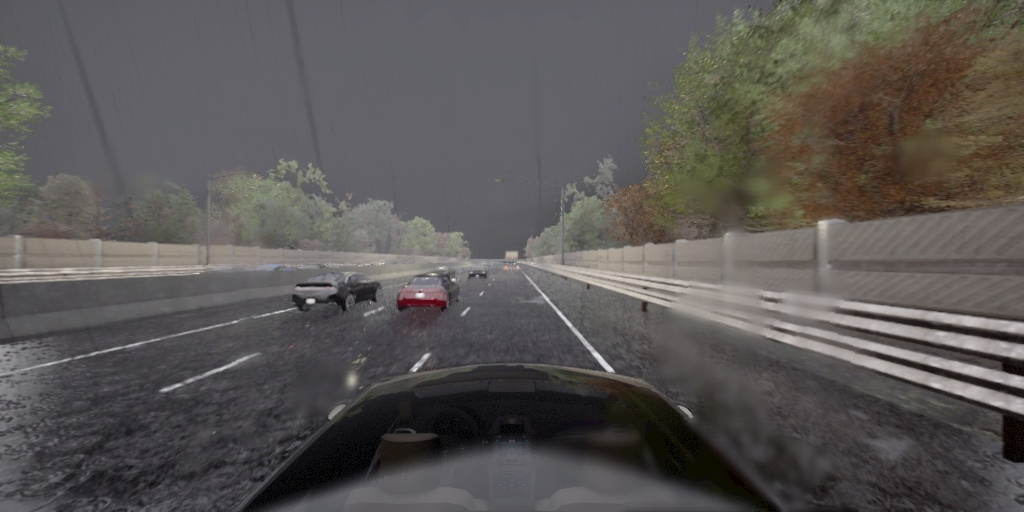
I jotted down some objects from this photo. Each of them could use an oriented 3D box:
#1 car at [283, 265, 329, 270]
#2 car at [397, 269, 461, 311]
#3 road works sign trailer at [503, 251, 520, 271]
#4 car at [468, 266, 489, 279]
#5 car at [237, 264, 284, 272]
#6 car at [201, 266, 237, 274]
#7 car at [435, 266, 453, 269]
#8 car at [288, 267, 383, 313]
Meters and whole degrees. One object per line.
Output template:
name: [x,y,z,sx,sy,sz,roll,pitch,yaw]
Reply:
car: [-17.600,1.533,31.789,1.837,1.490,4.892,0,0,0]
car: [-3.405,1.439,15.298,1.994,1.385,4.181,0,-1,0]
road works sign trailer: [-0.022,0.822,63.845,2.380,3.560,2.880,0,0,0]
car: [-3.414,1.689,37.636,1.895,1.301,4.718,0,-1,0]
car: [-21.099,1.504,31.472,1.882,1.535,5.008,0,0,0]
car: [-24.602,1.573,31.394,2.033,1.411,5.357,0,-1,0]
car: [-6.914,1.680,36.748,1.895,1.301,4.718,0,-1,0]
car: [-6.905,1.361,14.726,2.128,1.511,4.902,0,0,0]
